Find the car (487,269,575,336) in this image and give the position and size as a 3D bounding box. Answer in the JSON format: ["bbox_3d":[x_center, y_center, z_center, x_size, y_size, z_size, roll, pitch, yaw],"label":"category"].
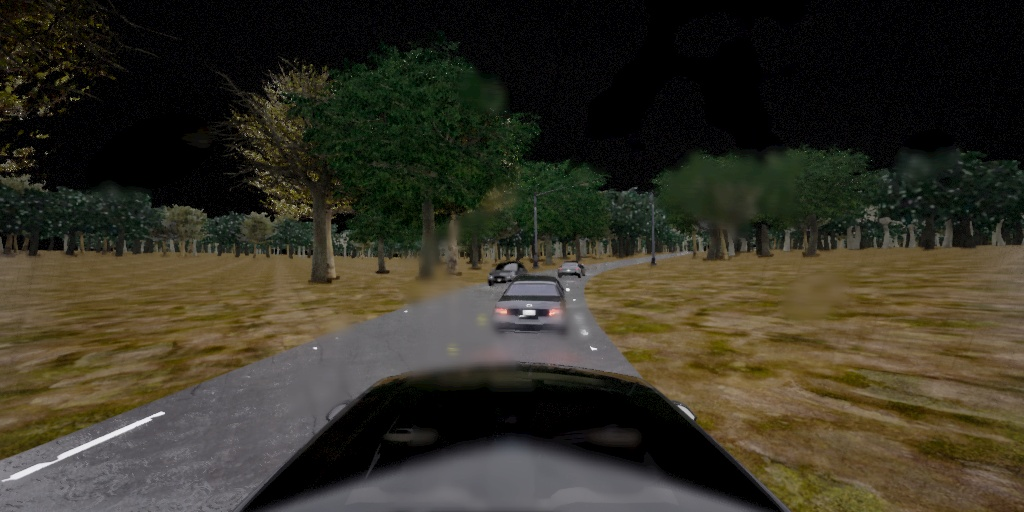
[{"bbox_3d":[0.687,1.282,10.379,2.033,1.411,5.357,0,0,7],"label":"car"}]

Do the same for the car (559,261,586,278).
[{"bbox_3d":[5.225,1.133,31.158,1.994,1.385,4.181,0,0,18],"label":"car"}]

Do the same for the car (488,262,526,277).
[{"bbox_3d":[-0.198,1.165,23.678,1.837,1.490,4.892,0,0,14],"label":"car"}]
